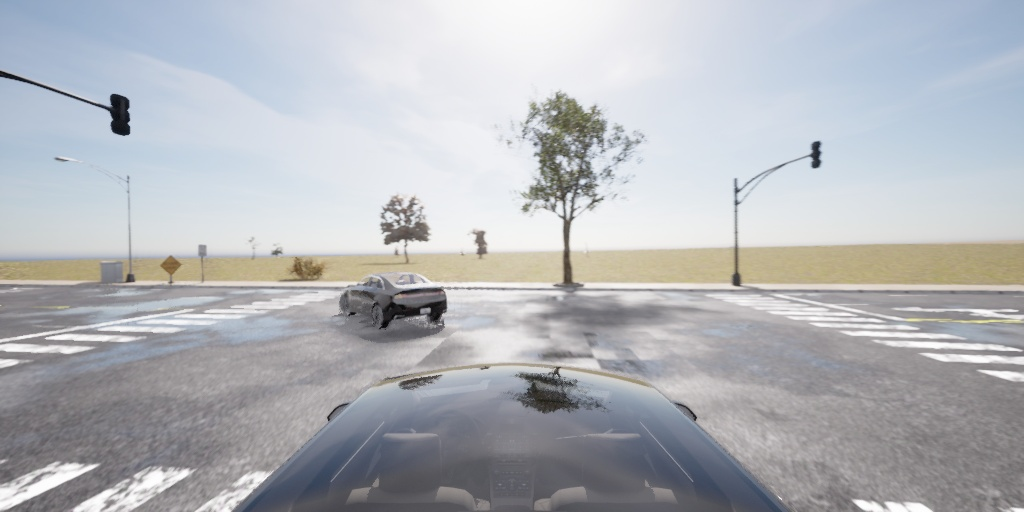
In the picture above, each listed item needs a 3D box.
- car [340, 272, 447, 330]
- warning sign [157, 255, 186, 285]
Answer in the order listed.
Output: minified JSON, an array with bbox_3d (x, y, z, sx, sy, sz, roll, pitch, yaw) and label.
[{"bbox_3d":[-3.916,1.260,11.433,2.128,1.511,4.902,-1,0,-41],"label":"car"},{"bbox_3d":[-21.440,0.851,22.558,1.060,1.860,1.300,0,0,7],"label":"warning sign"}]
